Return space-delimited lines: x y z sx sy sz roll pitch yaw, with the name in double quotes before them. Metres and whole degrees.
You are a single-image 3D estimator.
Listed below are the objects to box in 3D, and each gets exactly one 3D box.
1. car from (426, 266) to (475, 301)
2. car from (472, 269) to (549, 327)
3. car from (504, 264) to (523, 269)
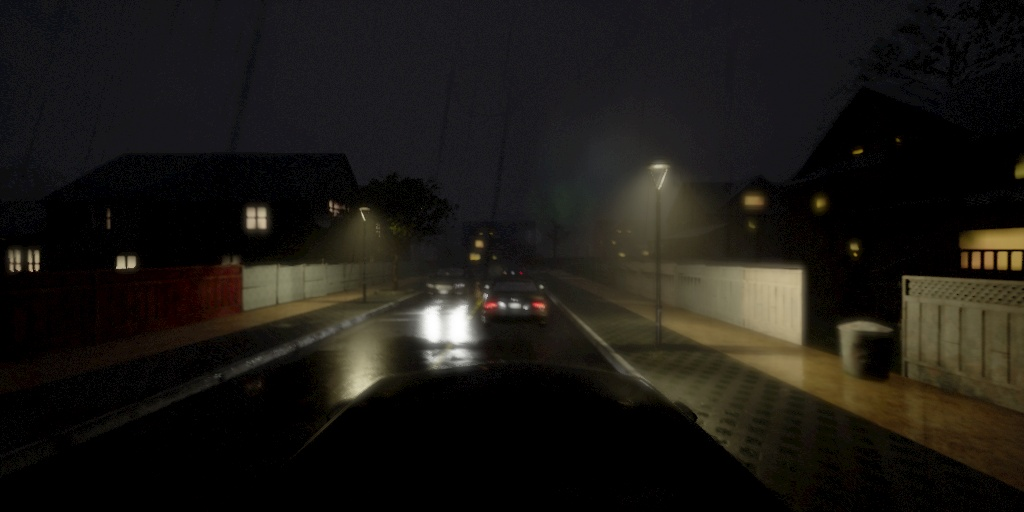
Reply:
"car" -2.842 1.268 17.512 2.128 1.511 4.902 0 0 0
"car" 0.095 1.312 11.535 2.033 1.411 5.357 0 0 0
"car" 0.104 1.360 29.282 2.033 1.411 5.357 0 0 0
